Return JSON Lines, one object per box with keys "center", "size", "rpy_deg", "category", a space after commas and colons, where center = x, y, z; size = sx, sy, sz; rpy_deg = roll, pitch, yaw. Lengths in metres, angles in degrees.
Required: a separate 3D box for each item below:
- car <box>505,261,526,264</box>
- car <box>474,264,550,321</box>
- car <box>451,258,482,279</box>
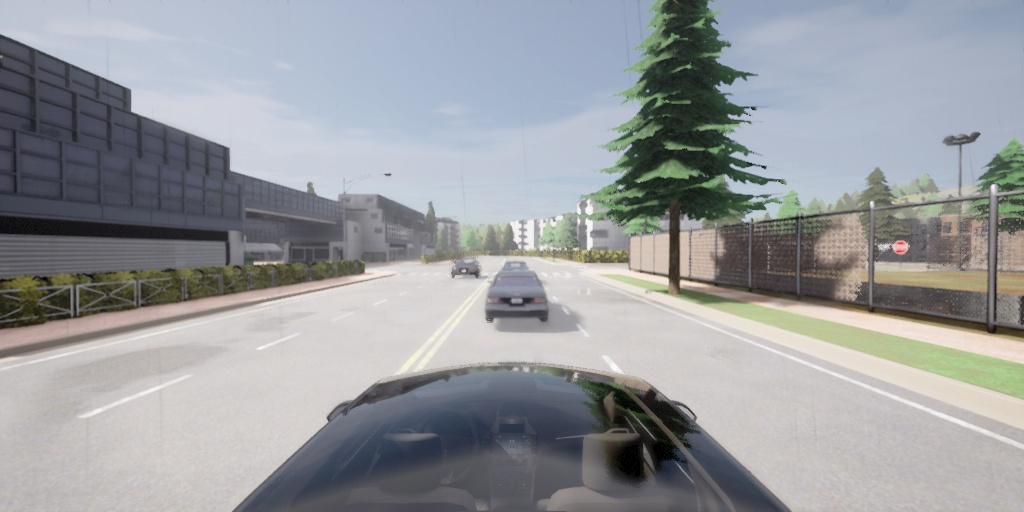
{"center": [0.219, 0.989, 22.542], "size": [2.033, 1.411, 5.357], "rpy_deg": [0, 1, 0], "category": "car"}
{"center": [0.152, 1.150, 11.639], "size": [2.033, 1.411, 5.357], "rpy_deg": [0, 1, 1], "category": "car"}
{"center": [-3.354, 0.848, 26.984], "size": [1.994, 1.385, 4.181], "rpy_deg": [0, 1, 0], "category": "car"}
